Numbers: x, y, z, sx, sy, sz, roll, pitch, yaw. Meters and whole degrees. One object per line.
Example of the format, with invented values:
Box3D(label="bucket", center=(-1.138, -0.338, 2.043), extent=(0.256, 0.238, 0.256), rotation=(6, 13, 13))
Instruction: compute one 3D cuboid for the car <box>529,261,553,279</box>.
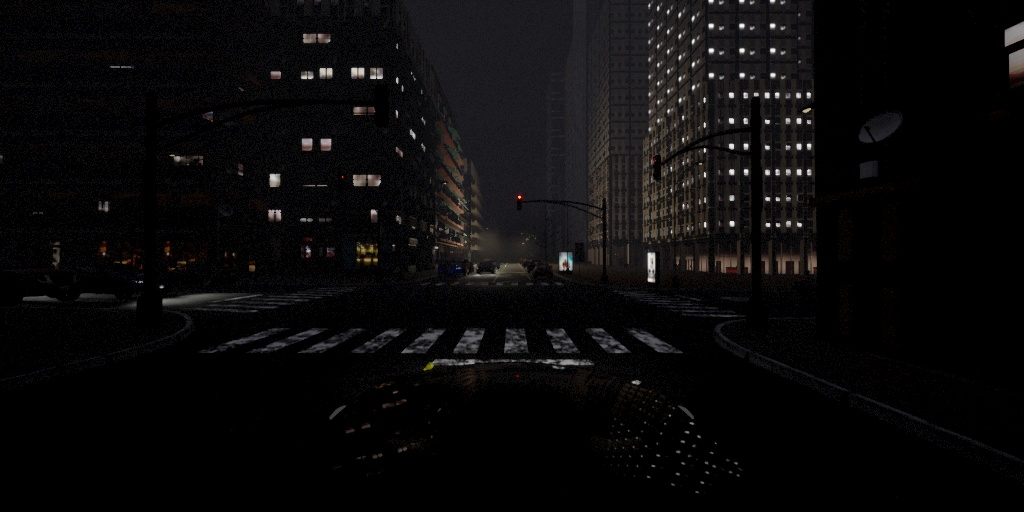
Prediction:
Box3D(label="car", center=(2.770, 1.343, 32.481), extent=(1.802, 1.307, 4.207), rotation=(0, 0, 0))

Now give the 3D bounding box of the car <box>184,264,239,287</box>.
Box3D(label="car", center=(-18.744, 1.104, 21.363), extent=(4.313, 1.339, 1.948), rotation=(0, 0, 0))

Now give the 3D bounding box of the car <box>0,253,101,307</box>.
Box3D(label="car", center=(-18.744, 0.784, 12.983), extent=(5.009, 1.841, 2.192), rotation=(0, 0, 0))

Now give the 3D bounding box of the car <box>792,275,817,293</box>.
Box3D(label="car", center=(19.444, 1.644, 21.670), extent=(4.403, 1.370, 2.007), rotation=(0, 0, 0))

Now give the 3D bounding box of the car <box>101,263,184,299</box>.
Box3D(label="car", center=(-17.581, 1.033, 15.604), extent=(4.674, 1.442, 1.812), rotation=(1, 0, 0))

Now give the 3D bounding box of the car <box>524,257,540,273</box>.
Box3D(label="car", center=(2.798, 1.208, 43.537), extent=(1.967, 1.591, 4.097), rotation=(0, 0, 0))

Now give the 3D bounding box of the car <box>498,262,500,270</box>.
Box3D(label="car", center=(-2.867, 1.293, 54.138), extent=(1.812, 1.442, 4.674), rotation=(0, 0, 0))

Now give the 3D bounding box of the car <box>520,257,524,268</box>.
Box3D(label="car", center=(2.840, 1.221, 60.119), extent=(1.967, 1.591, 4.097), rotation=(0, 0, 0))

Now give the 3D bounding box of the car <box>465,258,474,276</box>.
Box3D(label="car", center=(-5.597, 1.079, 38.032), extent=(2.192, 1.841, 5.009), rotation=(0, 0, 0))

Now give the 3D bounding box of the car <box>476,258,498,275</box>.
Box3D(label="car", center=(-2.901, 1.300, 39.934), extent=(1.812, 1.442, 4.674), rotation=(0, 0, 0))

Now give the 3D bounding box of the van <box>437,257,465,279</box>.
Box3D(label="van", center=(-5.611, 1.102, 32.504), extent=(1.690, 1.789, 3.998), rotation=(0, 0, 0))
